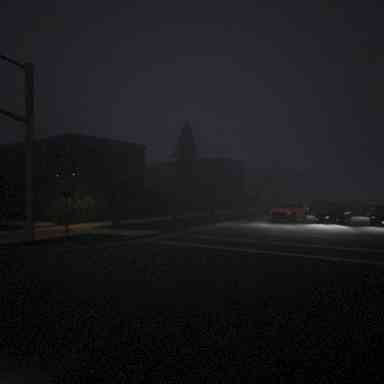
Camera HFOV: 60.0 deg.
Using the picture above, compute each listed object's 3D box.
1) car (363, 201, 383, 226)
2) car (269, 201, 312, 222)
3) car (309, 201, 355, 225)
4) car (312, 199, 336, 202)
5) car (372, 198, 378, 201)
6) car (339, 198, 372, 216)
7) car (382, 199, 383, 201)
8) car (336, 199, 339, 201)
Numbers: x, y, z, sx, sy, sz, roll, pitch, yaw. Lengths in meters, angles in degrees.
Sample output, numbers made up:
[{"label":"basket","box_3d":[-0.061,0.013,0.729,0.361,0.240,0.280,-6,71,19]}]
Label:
[{"label":"car","box_3d":[13.810,1.567,23.474,2.033,1.411,5.357,-1,0,35]},{"label":"car","box_3d":[7.998,1.564,27.375,1.882,1.535,5.008,-1,0,35]},{"label":"car","box_3d":[10.650,1.617,25.060,1.994,1.385,4.181,-1,0,35]},{"label":"car","box_3d":[13.482,1.591,35.226,1.837,1.490,4.892,-1,0,35]},{"label":"car","box_3d":[22.295,1.531,41.718,1.882,1.535,5.008,-1,0,35]},{"label":"car","box_3d":[16.301,1.579,33.137,1.812,1.442,4.674,-1,0,35]},{"label":"car","box_3d":[19.776,1.242,32.019,2.150,2.045,5.566,-1,0,35]},{"label":"car","box_3d":[19.223,1.650,43.416,1.994,1.385,4.181,-1,0,35]}]
